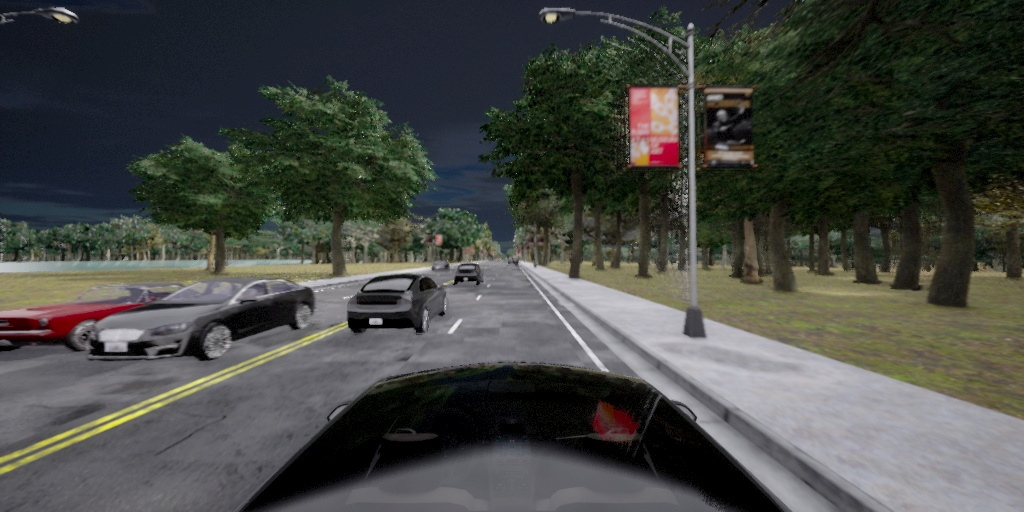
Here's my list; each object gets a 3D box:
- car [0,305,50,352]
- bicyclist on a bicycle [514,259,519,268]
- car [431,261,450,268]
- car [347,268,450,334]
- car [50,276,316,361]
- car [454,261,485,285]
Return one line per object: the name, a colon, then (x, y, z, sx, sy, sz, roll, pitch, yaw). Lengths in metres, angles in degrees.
car: (-9.852, 1.372, 9.134, 1.895, 1.301, 4.718, 0, 0, 0)
bicyclist on a bicycle: (0.875, 1.315, 58.915, 0.659, 1.776, 1.843, 0, 0, 0)
car: (-9.840, 1.401, 49.745, 2.128, 1.511, 4.902, 0, 0, 0)
car: (-3.155, 1.280, 10.724, 1.837, 1.490, 4.892, 0, 0, 0)
car: (-6.602, 1.261, 8.431, 2.128, 1.511, 4.902, 0, 0, 0)
car: (-3.160, 1.330, 26.834, 1.837, 1.490, 4.892, 0, 0, 0)
